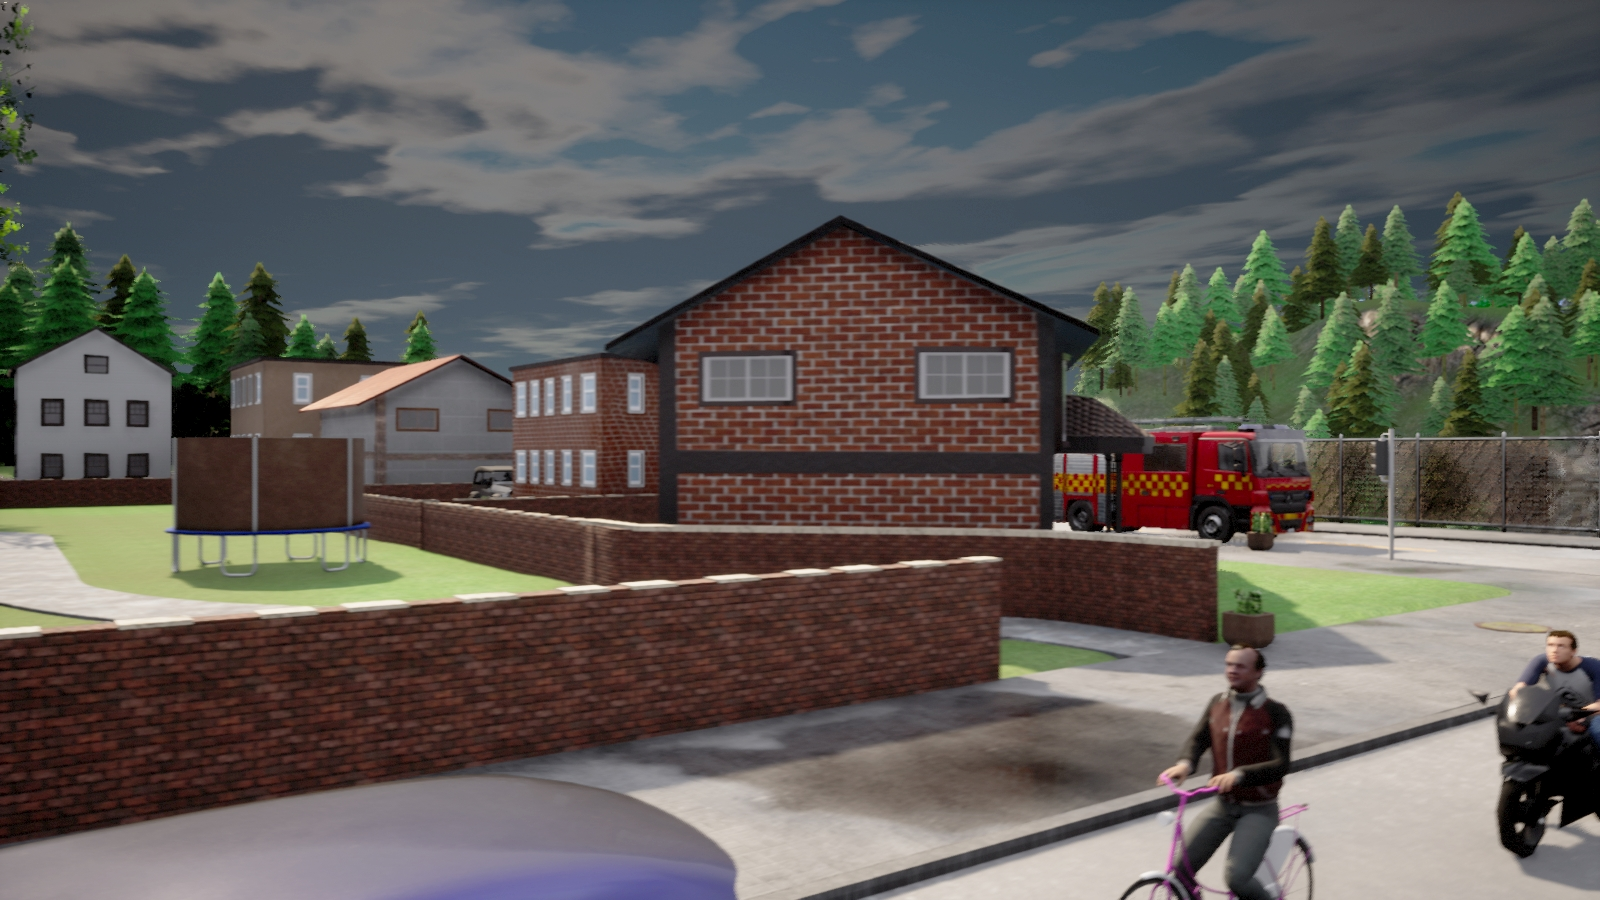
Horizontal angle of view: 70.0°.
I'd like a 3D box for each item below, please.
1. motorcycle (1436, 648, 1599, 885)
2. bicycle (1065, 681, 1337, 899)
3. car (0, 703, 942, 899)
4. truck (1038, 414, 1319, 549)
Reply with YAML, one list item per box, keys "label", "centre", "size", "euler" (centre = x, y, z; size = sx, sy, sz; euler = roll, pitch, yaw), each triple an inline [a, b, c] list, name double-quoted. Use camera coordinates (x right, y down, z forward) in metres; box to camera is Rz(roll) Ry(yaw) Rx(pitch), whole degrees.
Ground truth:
- label: "motorcycle"
  centre: [5.499, 2.186, 8.224]
  size: [2.033, 1.199, 0.803]
  euler: [0, 0, -35]
- label: "bicycle"
  centre: [2.120, 2.060, 5.914]
  size: [1.835, 1.471, 0.329]
  euler: [0, 0, -35]
- label: "car"
  centre: [-2.119, 1.968, 2.873]
  size: [4.611, 1.667, 2.242]
  euler: [0, 0, -35]
- label: "truck"
  centre: [11.766, 0.891, 36.515]
  size: [2.891, 3.827, 8.468]
  euler: [0, 0, -35]
